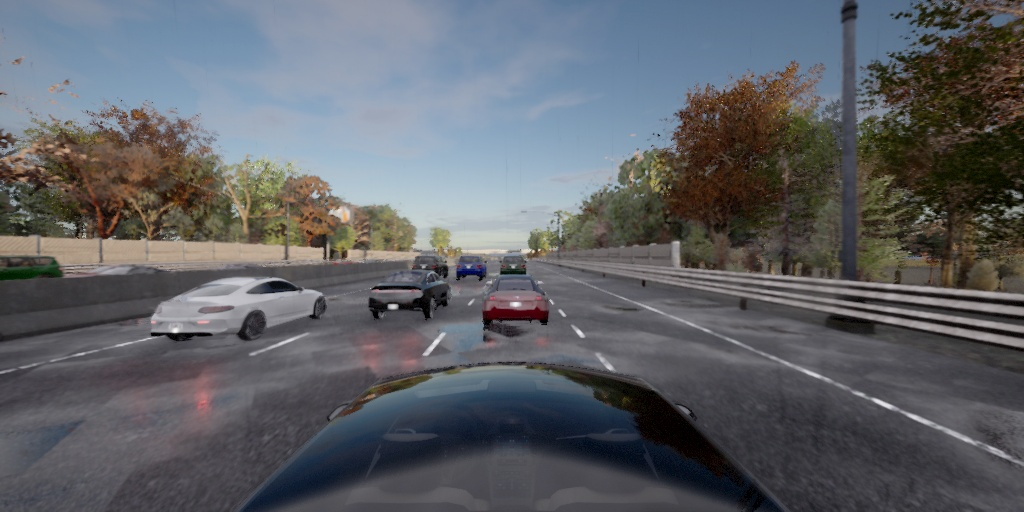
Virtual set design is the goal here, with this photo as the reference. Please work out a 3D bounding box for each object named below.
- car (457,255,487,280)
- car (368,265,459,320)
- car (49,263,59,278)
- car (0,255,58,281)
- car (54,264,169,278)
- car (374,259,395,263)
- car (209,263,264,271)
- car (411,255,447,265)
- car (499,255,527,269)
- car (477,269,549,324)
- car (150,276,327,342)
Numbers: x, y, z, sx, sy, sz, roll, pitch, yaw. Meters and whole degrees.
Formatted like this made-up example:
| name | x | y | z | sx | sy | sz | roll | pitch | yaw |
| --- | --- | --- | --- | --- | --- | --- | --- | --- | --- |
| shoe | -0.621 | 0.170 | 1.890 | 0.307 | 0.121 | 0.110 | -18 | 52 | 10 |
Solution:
| name | x | y | z | sx | sy | sz | roll | pitch | yaw |
| --- | --- | --- | --- | --- | --- | --- | --- | --- | --- |
| car | -3.401 | 0.968 | 30.697 | 2.150 | 2.045 | 5.566 | 0 | 0 | 0 |
| car | -3.400 | 1.237 | 12.665 | 2.128 | 1.511 | 4.902 | 0 | 0 | 0 |
| car | -24.605 | 1.273 | 22.189 | 1.812 | 1.442 | 4.674 | 0 | 0 | 0 |
| car | -28.096 | 0.970 | 19.278 | 2.150 | 2.045 | 5.566 | 0 | 0 | 0 |
| car | -21.098 | 1.273 | 19.647 | 1.812 | 1.442 | 4.674 | 0 | 0 | 0 |
| car | -21.019 | 1.360 | 60.627 | 1.895 | 1.301 | 4.718 | 0 | 0 | 1 |
| car | -17.596 | 1.238 | 22.786 | 2.128 | 1.511 | 4.902 | 0 | 0 | 0 |
| car | -6.901 | 0.968 | 30.709 | 2.150 | 2.045 | 5.566 | 0 | 0 | 0 |
| car | 0.100 | 0.967 | 30.758 | 2.150 | 2.045 | 5.566 | 0 | 0 | 0 |
| car | 0.102 | 1.309 | 11.930 | 1.994 | 1.385 | 4.181 | 0 | 0 | 0 |
| car | -6.900 | 1.273 | 9.664 | 1.812 | 1.442 | 4.674 | 0 | 0 | 0 |
